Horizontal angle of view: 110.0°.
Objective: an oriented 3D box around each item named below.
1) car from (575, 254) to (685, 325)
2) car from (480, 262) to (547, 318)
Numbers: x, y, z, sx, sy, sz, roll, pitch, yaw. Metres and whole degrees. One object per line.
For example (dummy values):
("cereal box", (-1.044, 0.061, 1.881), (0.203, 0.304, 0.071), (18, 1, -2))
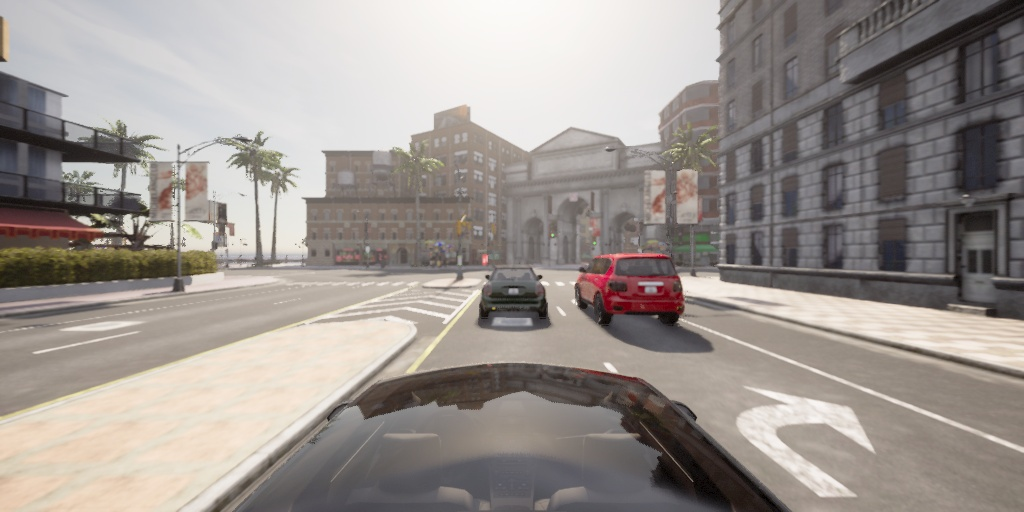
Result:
("car", (3.556, 0.946, 11.818), (2.150, 2.045, 5.566), (0, 0, 0))
("car", (0.063, 1.073, 12.960), (2.097, 1.767, 4.553), (0, 0, 0))
